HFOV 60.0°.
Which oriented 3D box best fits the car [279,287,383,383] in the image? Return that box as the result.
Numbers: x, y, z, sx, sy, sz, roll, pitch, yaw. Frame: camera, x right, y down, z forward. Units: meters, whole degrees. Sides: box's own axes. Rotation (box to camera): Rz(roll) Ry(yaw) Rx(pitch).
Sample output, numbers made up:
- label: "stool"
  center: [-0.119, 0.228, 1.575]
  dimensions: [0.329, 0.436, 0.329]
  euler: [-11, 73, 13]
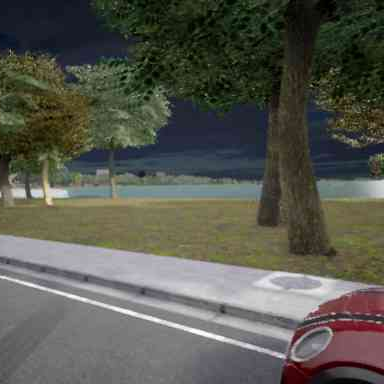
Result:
- label: "car"
  center: [3.057, 1.368, 2.573]
  dimensions: [4.553, 1.767, 2.097]
  euler: [0, 0, 35]
